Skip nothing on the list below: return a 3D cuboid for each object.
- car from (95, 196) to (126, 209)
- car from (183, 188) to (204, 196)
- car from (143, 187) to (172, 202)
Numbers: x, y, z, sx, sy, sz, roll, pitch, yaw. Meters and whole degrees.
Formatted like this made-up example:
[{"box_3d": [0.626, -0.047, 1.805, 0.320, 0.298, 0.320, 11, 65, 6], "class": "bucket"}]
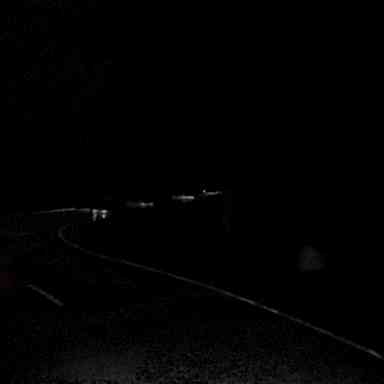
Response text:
[{"box_3d": [-10.355, 1.272, 42.809, 1.812, 1.442, 4.674, 0, 3, 27], "class": "car"}, {"box_3d": [0.394, -0.076, 60.393, 1.837, 1.490, 4.892, 0, 4, 36], "class": "car"}, {"box_3d": [-5.269, 0.361, 51.902, 2.150, 2.045, 5.566, 0, 4, 32], "class": "car"}]
